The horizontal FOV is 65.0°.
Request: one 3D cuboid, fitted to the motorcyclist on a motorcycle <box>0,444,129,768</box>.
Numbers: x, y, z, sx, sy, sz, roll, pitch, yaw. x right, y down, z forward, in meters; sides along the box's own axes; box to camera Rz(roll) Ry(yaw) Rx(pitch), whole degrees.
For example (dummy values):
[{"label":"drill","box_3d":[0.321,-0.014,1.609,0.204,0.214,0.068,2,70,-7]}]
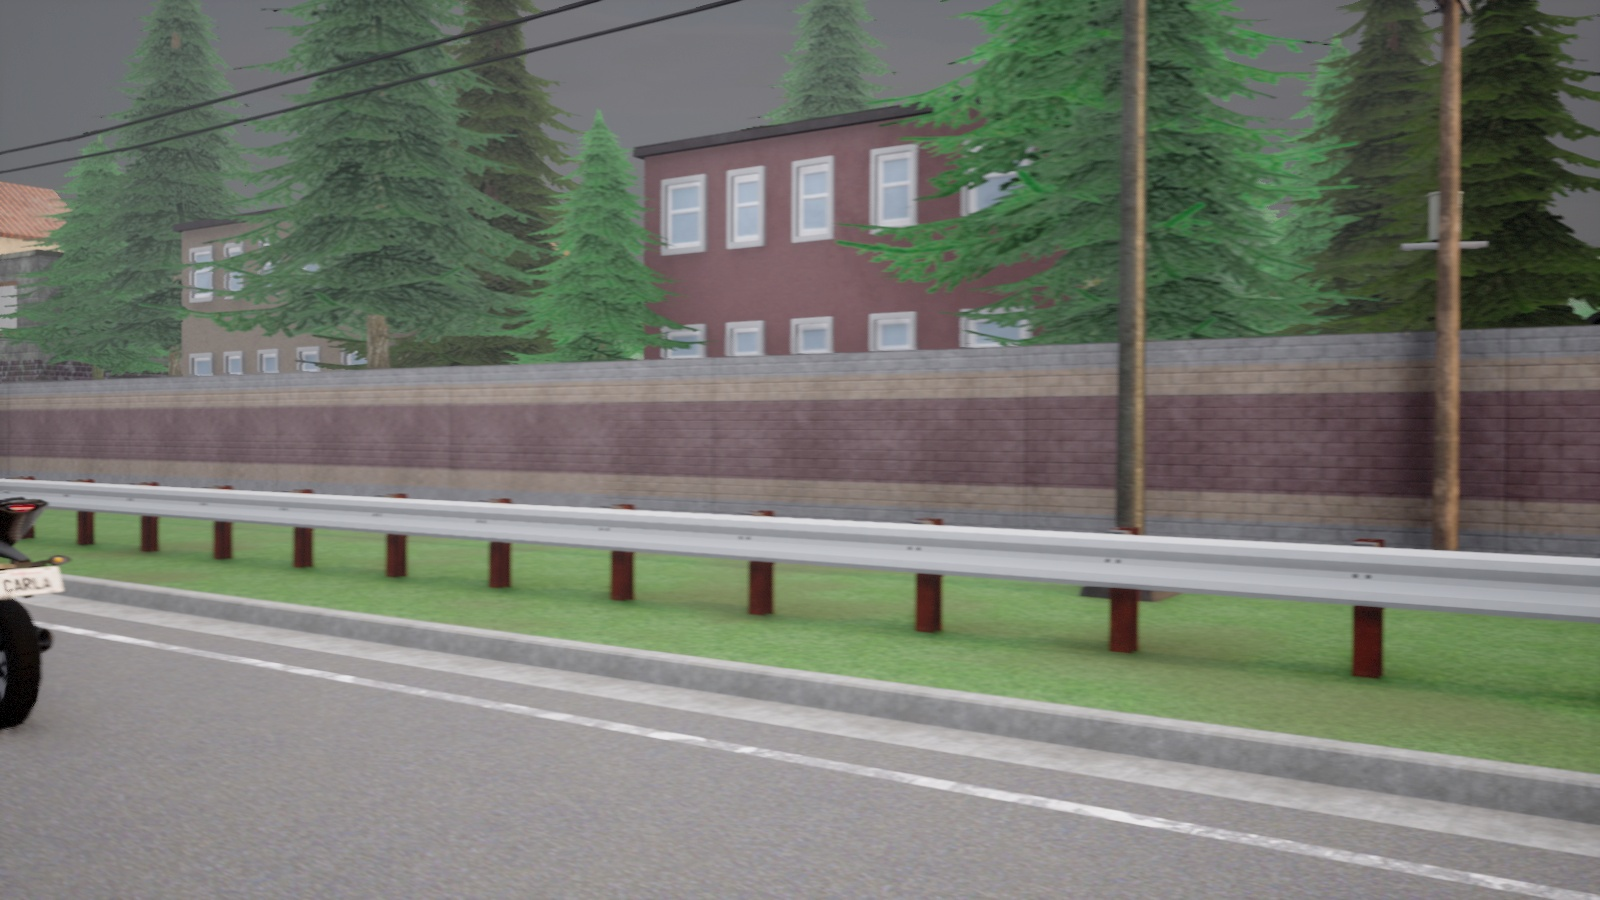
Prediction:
[{"label":"motorcyclist on a motorcycle","box_3d":[-4.611,0.743,6.689,2.191,1.530,0.866,0,1,34]}]
